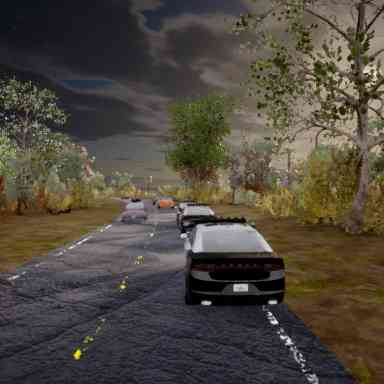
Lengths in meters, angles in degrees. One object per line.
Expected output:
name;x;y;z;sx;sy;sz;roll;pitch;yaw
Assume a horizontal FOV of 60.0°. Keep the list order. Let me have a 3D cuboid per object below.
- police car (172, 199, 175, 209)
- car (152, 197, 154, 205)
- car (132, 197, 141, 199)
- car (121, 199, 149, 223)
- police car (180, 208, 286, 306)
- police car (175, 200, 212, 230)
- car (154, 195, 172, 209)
police car;-0.221;1.423;24.340;1.930;1.638;5.238;0;0;-5
car;-5.860;1.346;57.952;2.097;1.767;4.553;0;0;-12
car;-11.325;1.595;68.086;1.895;1.301;4.718;0;0;-14
car;-4.367;1.524;25.932;1.812;1.442;4.674;0;0;-5
police car;0.745;1.425;8.244;1.930;1.638;5.238;0;0;-2
police car;0.241;1.424;18.310;1.930;1.638;5.238;0;0;-4
car;-3.686;1.348;45.655;2.097;1.767;4.553;0;0;-9
